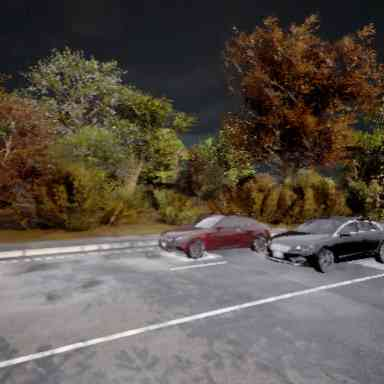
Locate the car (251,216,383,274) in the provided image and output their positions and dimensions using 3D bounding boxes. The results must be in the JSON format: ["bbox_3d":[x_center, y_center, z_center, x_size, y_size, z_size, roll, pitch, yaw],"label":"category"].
[{"bbox_3d":[4.614,1.562,10.837,4.902,1.511,2.128,1,0,-30],"label":"car"}]

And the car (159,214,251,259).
[{"bbox_3d":[1.016,1.577,12.759,4.674,1.442,1.812,1,0,-31],"label":"car"}]
